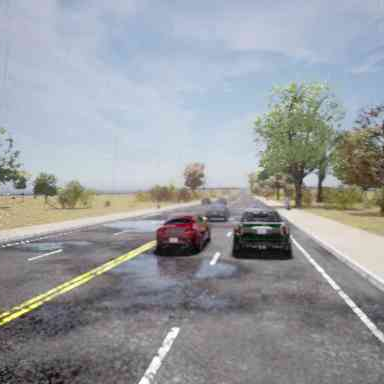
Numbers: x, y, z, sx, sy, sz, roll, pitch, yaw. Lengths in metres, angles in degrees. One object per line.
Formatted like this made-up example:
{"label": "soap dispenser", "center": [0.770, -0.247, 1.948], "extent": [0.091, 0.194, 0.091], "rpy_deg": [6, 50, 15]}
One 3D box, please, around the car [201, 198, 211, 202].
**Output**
{"label": "car", "center": [3.060, 2.008, 70.695], "extent": [1.837, 1.490, 4.892], "rpy_deg": [-1, 0, 10]}

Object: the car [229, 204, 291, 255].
{"label": "car", "center": [2.854, 1.440, 13.912], "extent": [2.097, 1.767, 4.553], "rpy_deg": [-1, -1, 10]}

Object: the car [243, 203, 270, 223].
{"label": "car", "center": [5.480, 1.728, 28.596], "extent": [2.033, 1.411, 5.357], "rpy_deg": [-1, 0, 10]}

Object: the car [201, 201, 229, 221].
{"label": "car", "center": [2.281, 1.764, 29.168], "extent": [2.033, 1.411, 5.357], "rpy_deg": [-1, 0, 10]}

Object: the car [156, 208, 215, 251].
{"label": "car", "center": [-0.286, 1.654, 14.789], "extent": [1.812, 1.442, 4.674], "rpy_deg": [-1, 0, 10]}

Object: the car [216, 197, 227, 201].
{"label": "car", "center": [6.266, 1.827, 70.171], "extent": [2.097, 1.767, 4.553], "rpy_deg": [-1, 0, 10]}
